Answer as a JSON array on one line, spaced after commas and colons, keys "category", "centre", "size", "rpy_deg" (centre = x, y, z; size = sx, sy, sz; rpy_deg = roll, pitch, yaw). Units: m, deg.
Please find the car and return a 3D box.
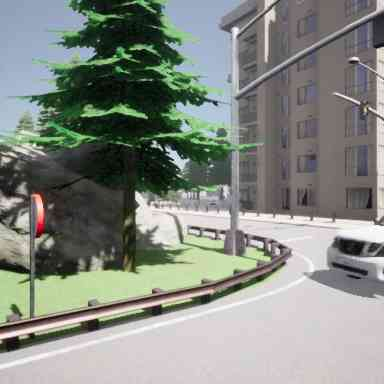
[{"category": "car", "centre": [6.164, 1.224, 8.296], "size": [5.566, 2.045, 2.150], "rpy_deg": [0, -2, -15]}]
